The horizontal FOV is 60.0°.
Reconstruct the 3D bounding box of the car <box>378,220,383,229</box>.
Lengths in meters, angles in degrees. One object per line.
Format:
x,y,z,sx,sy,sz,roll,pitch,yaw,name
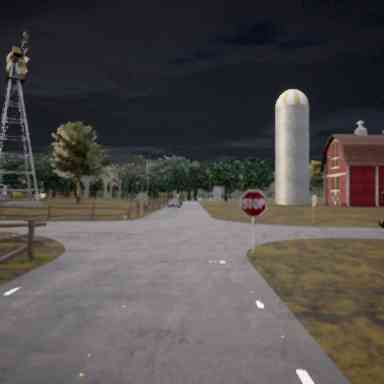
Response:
13.949,1.960,19.910,4.718,1.301,1.895,1,0,0,car

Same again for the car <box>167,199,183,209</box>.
-2.830,1.862,52.955,1.837,1.490,4.892,0,-1,0,car

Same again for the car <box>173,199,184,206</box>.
-2.771,2.075,68.330,2.033,1.411,5.357,0,-1,0,car
